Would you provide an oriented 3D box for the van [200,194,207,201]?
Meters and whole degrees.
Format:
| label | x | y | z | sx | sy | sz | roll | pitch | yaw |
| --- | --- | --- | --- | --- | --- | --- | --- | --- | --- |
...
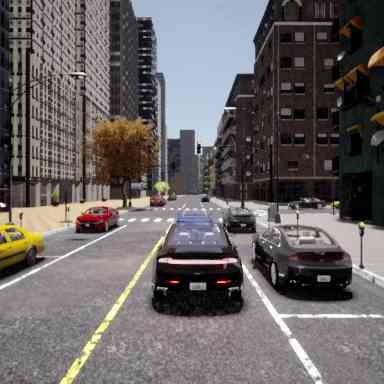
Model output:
| label | x | y | z | sx | sy | sz | roll | pitch | yaw |
| --- | --- | --- | --- | --- | --- | --- | --- | --- | --- |
| van | 3.054 | 1.416 | 85.621 | 1.690 | 1.788 | 3.998 | 0 | 0 | 0 |

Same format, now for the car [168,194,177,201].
| label | x | y | z | sx | sy | sz | roll | pitch | yaw |
| --- | --- | --- | --- | --- | --- | --- | --- | --- | --- |
| car | -5.304 | 1.401 | 91.180 | 2.192 | 1.841 | 5.009 | 0 | 0 | 0 |

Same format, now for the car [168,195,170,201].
| label | x | y | z | sx | sy | sz | roll | pitch | yaw |
| --- | --- | --- | --- | --- | --- | --- | --- | --- | --- |
| car | -5.445 | 1.601 | 58.043 | 1.947 | 1.339 | 4.313 | 0 | 0 | 0 |

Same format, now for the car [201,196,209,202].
| label | x | y | z | sx | sy | sz | roll | pitch | yaw |
| --- | --- | --- | --- | --- | --- | --- | --- | --- | --- |
| car | 3.031 | 1.591 | 80.268 | 1.752 | 1.417 | 4.829 | 0 | 0 | 0 |

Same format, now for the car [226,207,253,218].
| label | x | y | z | sx | sy | sz | roll | pitch | yaw |
| --- | --- | --- | --- | --- | --- | --- | --- | --- | --- |
| car | 2.773 | 1.553 | 20.096 | 2.008 | 1.369 | 4.403 | 0 | 0 | 0 |

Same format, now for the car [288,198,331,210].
| label | x | y | z | sx | sy | sz | roll | pitch | yaw |
| --- | --- | --- | --- | --- | --- | --- | --- | --- | --- |
| car | 13.593 | 1.355 | 39.456 | 4.403 | 1.369 | 2.008 | -1 | 1 | 0 |

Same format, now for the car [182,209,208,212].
| label | x | y | z | sx | sy | sz | roll | pitch | yaw |
| --- | --- | --- | --- | --- | --- | --- | --- | --- | --- |
| car | 0.154 | 1.603 | 18.548 | 1.895 | 1.301 | 4.718 | 0 | 0 | 1 |

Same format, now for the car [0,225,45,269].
| label | x | y | z | sx | sy | sz | roll | pitch | yaw |
| --- | --- | --- | --- | --- | --- | --- | --- | --- | --- |
| car | -5.655 | 1.525 | 8.897 | 1.752 | 1.417 | 4.829 | 0 | 0 | 0 |

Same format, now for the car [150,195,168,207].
| label | x | y | z | sx | sy | sz | roll | pitch | yaw |
| --- | --- | --- | --- | --- | --- | --- | --- | --- | --- |
| car | -5.469 | 1.344 | 52.520 | 2.192 | 1.841 | 5.009 | 0 | 0 | 0 |

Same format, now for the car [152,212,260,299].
| label | x | y | z | sx | sy | sz | roll | pitch | yaw |
| --- | --- | --- | --- | --- | --- | --- | --- | --- | --- |
| car | 0.124 | 1.491 | 8.431 | 2.128 | 1.511 | 4.902 | 0 | 0 | 0 |

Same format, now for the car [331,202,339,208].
| label | x | y | z | sx | sy | sz | roll | pitch | yaw |
| --- | --- | --- | --- | --- | --- | --- | --- | --- | --- |
| car | 18.990 | 1.255 | 39.487 | 4.829 | 1.417 | 1.752 | -1 | 1 | 0 |

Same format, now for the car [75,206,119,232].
| label | x | y | z | sx | sy | sz | roll | pitch | yaw |
| --- | --- | --- | --- | --- | --- | --- | --- | --- | --- |
| car | -5.607 | 1.547 | 20.132 | 1.887 | 1.381 | 4.507 | 0 | 0 | 0 |

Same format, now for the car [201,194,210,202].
| label | x | y | z | sx | sy | sz | roll | pitch | yaw |
| --- | --- | --- | --- | --- | --- | --- | --- | --- | --- |
| car | 3.007 | 1.623 | 74.575 | 1.947 | 1.339 | 4.313 | 0 | 0 | 0 |

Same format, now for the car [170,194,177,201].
| label | x | y | z | sx | sy | sz | roll | pitch | yaw |
| --- | --- | --- | --- | --- | --- | --- | --- | --- | --- |
| car | -5.327 | 1.641 | 85.658 | 1.947 | 1.339 | 4.313 | 0 | 0 | 0 |

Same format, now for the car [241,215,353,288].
| label | x | y | z | sx | sy | sz | roll | pitch | yaw |
| --- | --- | --- | --- | --- | --- | --- | --- | --- | --- |
| car | 2.725 | 1.551 | 9.030 | 2.008 | 1.369 | 4.403 | 0 | 0 | 0 |
